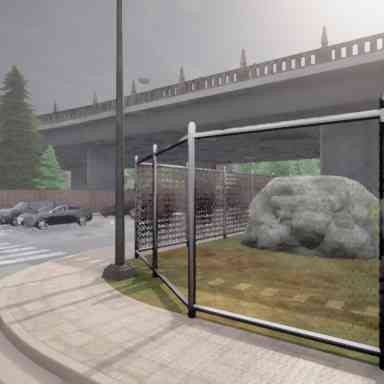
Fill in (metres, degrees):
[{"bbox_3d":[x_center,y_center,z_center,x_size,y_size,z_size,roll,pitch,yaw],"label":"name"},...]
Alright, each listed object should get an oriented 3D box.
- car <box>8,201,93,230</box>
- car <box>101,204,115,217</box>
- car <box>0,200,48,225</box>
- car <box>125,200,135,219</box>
[{"bbox_3d":[-8.835,1.549,21.747,2.128,1.511,4.902,0,0,36],"label":"car"},{"bbox_3d":[-6.287,1.535,31.310,1.882,1.535,5.008,0,0,36],"label":"car"},{"bbox_3d":[-11.659,1.410,23.813,2.097,1.767,4.553,0,0,36],"label":"car"},{"bbox_3d":[-3.436,1.583,29.278,1.812,1.442,4.674,0,0,36],"label":"car"}]
